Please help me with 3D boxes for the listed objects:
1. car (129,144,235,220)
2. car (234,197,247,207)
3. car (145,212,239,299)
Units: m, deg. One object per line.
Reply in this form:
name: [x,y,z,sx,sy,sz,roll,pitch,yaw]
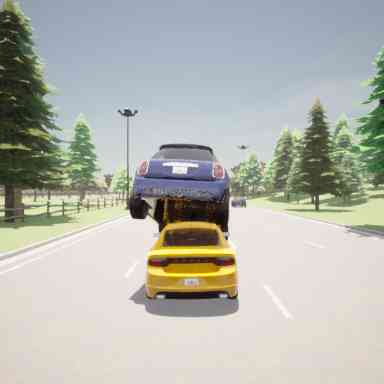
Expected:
car: [-0.030,0.110,8.846,2.097,1.767,4.553,3,-14,7]
car: [6.993,1.491,49.919,2.128,1.511,4.902,0,0,0]
car: [-0.005,1.491,8.474,1.882,1.535,5.008,-1,0,0]
